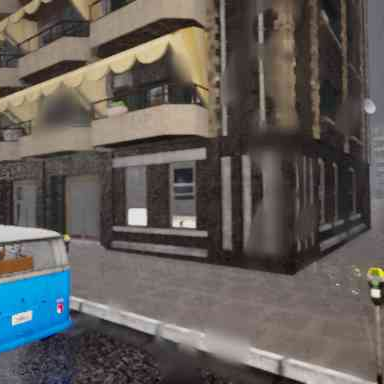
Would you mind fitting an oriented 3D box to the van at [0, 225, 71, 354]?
[{"bbox_3d":[-3.695,1.406,5.368,3.998,1.788,1.690,-1,-1,35],"label":"van"}]
